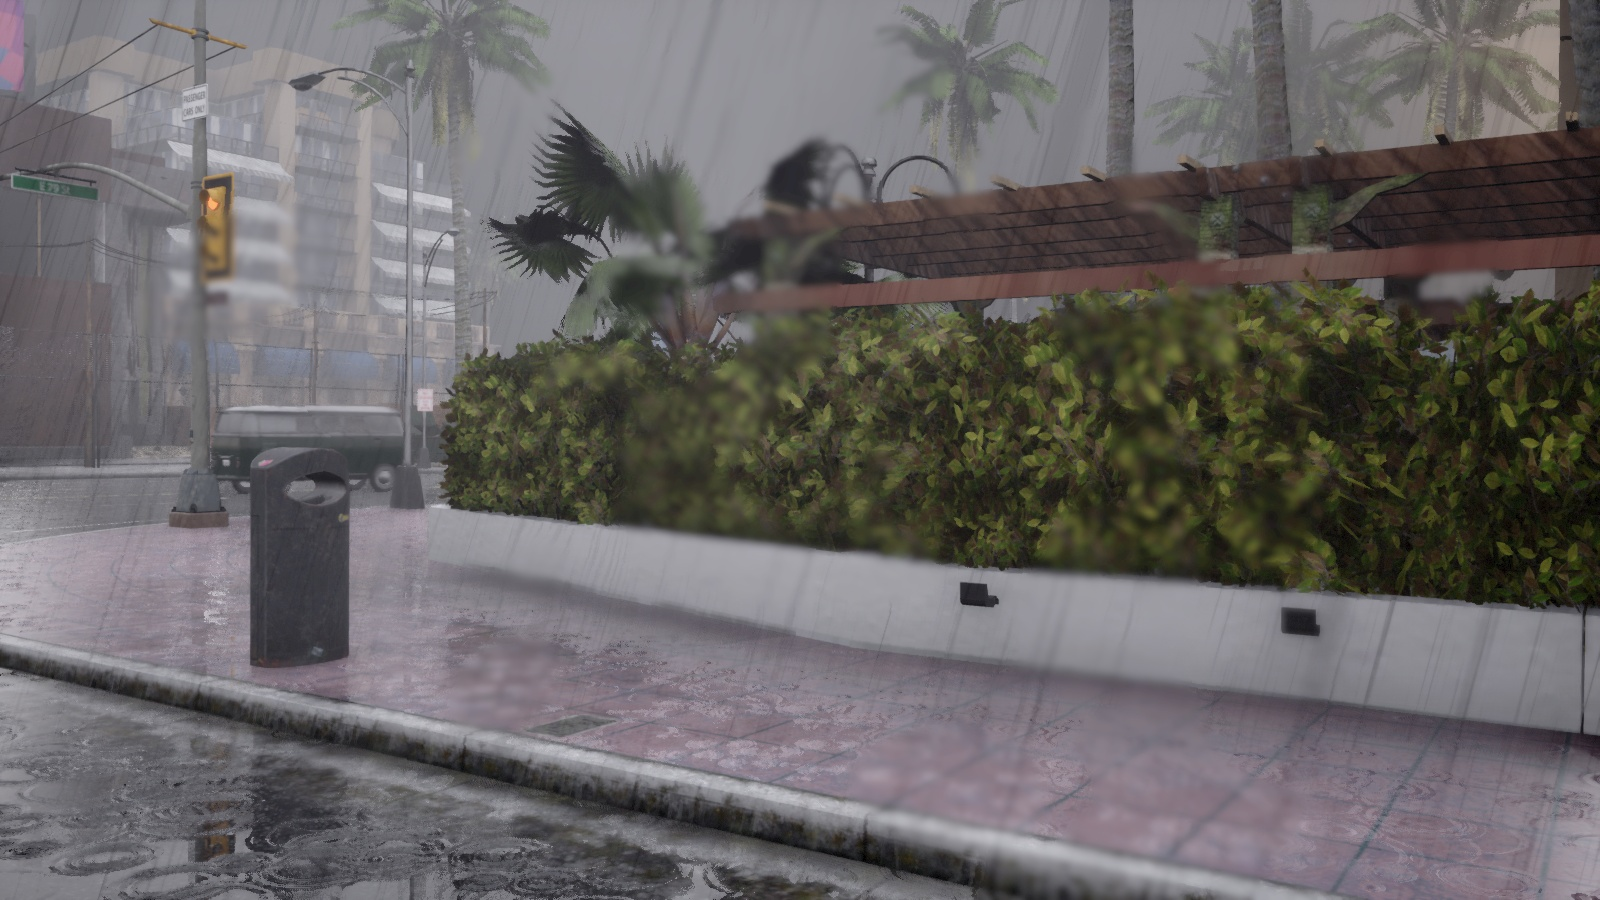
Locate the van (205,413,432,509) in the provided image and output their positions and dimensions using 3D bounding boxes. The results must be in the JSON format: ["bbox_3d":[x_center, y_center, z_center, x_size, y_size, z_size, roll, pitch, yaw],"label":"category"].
[{"bbox_3d":[-10.802,0.194,28.402,1.775,1.987,4.442,0,1,43],"label":"van"}]
